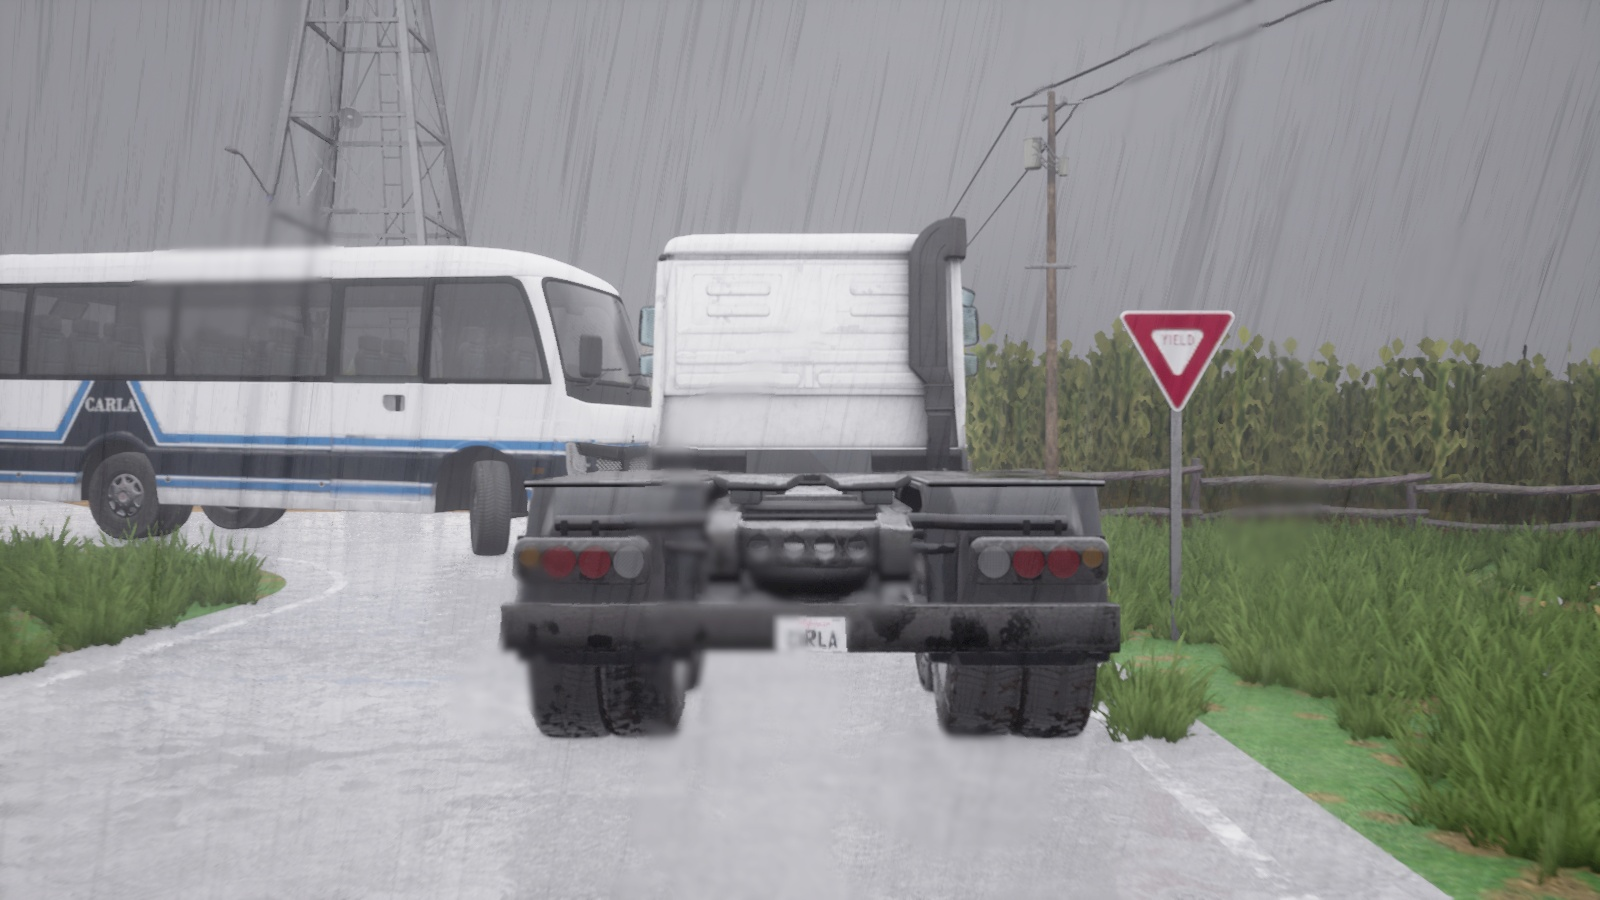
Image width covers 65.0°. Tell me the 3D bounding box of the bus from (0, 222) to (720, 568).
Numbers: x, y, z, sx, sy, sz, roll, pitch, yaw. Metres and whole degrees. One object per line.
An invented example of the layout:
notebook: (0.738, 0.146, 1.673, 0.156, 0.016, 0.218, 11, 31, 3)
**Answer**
bus: (-6.731, -0.799, 18.598, 10.273, 4.253, 3.944, 1, 1, 14)

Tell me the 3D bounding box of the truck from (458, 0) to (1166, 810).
truck: (0.068, -0.274, 9.103, 2.891, 3.462, 7.936, 0, 0, 0)
